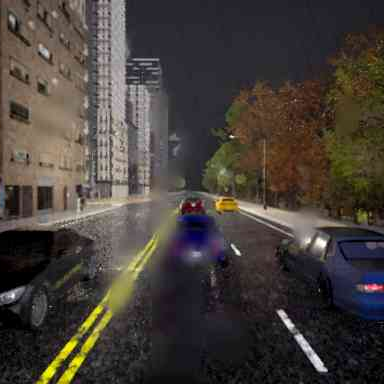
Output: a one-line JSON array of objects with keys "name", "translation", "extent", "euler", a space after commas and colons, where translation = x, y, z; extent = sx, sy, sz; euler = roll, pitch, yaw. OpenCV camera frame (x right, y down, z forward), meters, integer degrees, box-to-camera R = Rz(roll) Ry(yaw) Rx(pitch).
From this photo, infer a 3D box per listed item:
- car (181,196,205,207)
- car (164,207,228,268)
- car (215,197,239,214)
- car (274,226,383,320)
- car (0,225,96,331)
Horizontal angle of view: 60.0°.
[{"name": "car", "translation": [0.117, 1.143, 30.671], "extent": [2.097, 1.767, 4.553], "euler": [0, 0, 0]}, {"name": "car", "translation": [0.107, 1.450, 10.917], "extent": [1.812, 1.442, 4.674], "euler": [0, 0, 0]}, {"name": "car", "translation": [3.368, 1.256, 32.525], "extent": [1.882, 1.535, 5.008], "euler": [0, 0, 0]}, {"name": "car", "translation": [3.353, 1.495, 7.529], "extent": [2.033, 1.411, 5.357], "euler": [0, 0, 0]}, {"name": "car", "translation": [-3.345, 1.478, 6.884], "extent": [1.812, 1.442, 4.674], "euler": [0, 0, 0]}]
